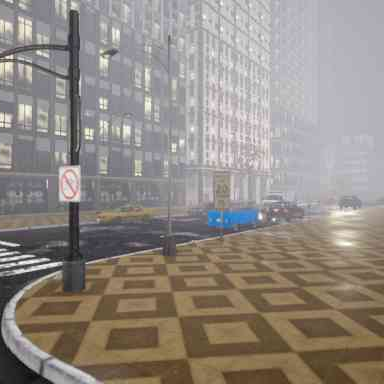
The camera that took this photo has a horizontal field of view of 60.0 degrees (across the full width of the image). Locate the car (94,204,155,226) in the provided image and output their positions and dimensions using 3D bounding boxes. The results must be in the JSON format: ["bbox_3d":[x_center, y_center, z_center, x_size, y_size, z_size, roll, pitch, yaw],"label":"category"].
[{"bbox_3d":[-4.752,1.540,23.993,1.752,1.417,4.829,0,0,38],"label":"car"}]

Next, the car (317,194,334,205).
[{"bbox_3d":[25.175,1.381,62.530,2.192,1.841,5.009,0,0,38],"label":"car"}]

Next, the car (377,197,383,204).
[{"bbox_3d":[38.212,1.658,66.518,1.947,1.339,4.313,0,0,38],"label":"car"}]

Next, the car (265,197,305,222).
[{"bbox_3d":[7.605,1.472,26.889,1.967,1.590,4.097,0,0,38],"label":"car"}]

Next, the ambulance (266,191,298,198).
[{"bbox_3d":[10.242,1.063,38.996,2.351,2.431,6.366,0,0,38],"label":"ambulance"}]

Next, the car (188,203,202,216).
[{"bbox_3d":[1.368,1.604,31.706,1.802,1.307,4.206,0,0,38],"label":"car"}]

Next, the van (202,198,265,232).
[{"bbox_3d":[2.631,1.368,20.268,1.690,1.788,3.998,0,0,38],"label":"van"}]

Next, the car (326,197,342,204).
[{"bbox_3d":[28.576,1.624,66.932,2.008,1.369,4.403,0,0,38],"label":"car"}]

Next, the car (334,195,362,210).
[{"bbox_3d":[21.208,1.368,44.502,2.192,1.841,5.009,0,0,38],"label":"car"}]
